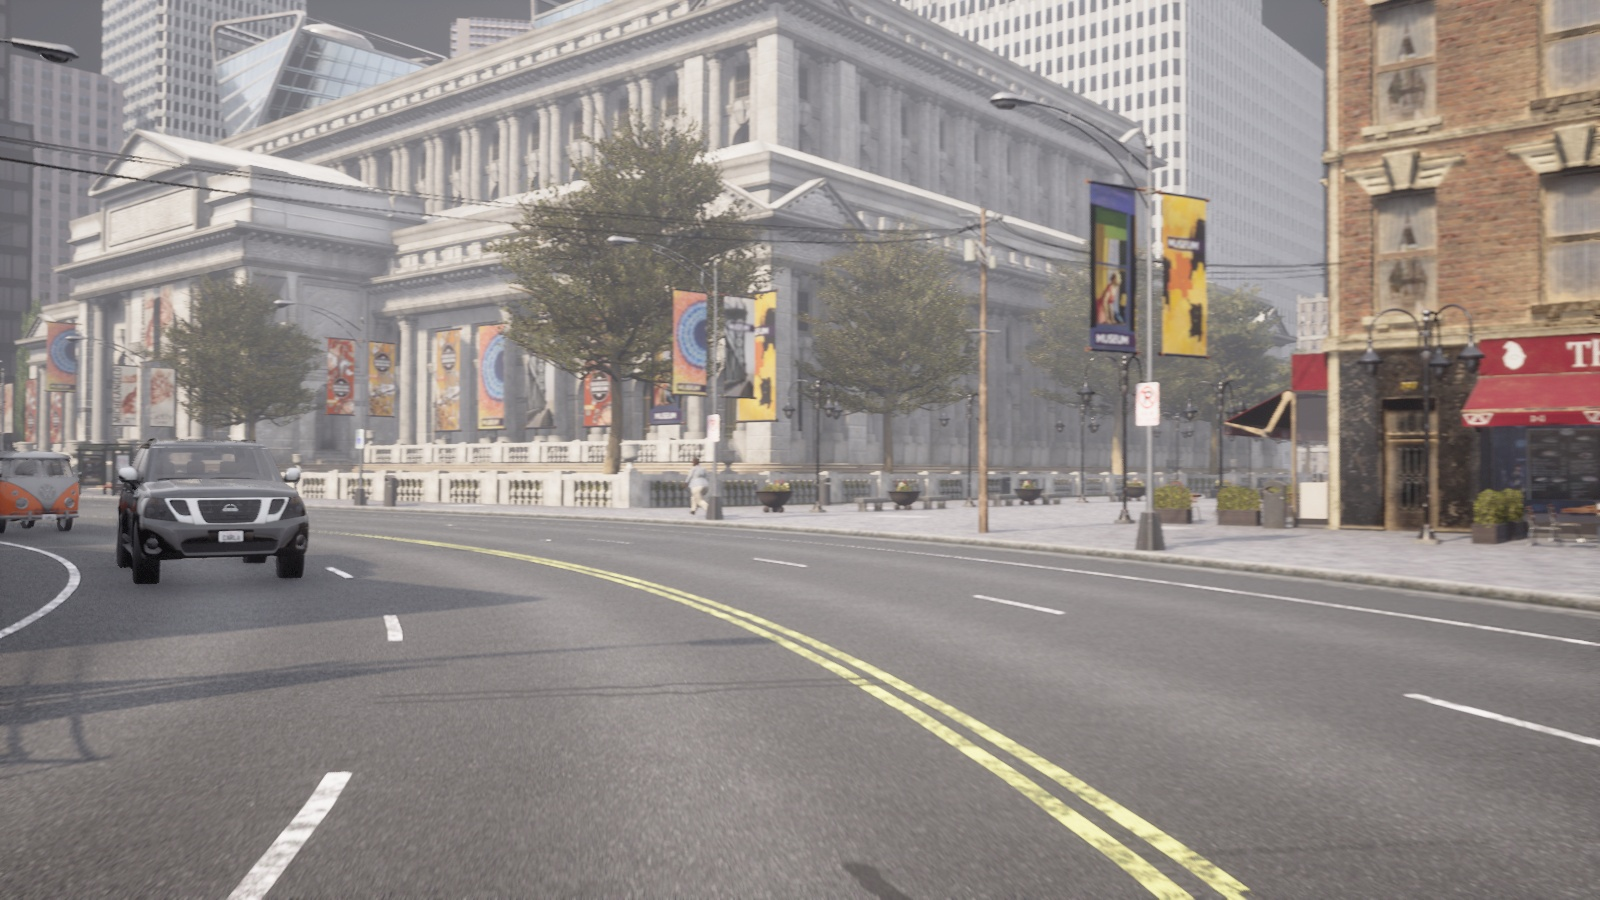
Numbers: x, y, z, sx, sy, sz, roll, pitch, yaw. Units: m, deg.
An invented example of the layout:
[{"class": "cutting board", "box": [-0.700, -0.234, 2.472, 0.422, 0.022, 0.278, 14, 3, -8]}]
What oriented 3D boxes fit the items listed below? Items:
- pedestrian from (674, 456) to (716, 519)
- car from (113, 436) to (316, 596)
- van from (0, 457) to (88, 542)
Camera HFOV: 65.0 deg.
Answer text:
[{"class": "pedestrian", "box": [-3.159, 1.123, 37.924, 0.900, 1.855, 0.874, -1, -1, 43]}, {"class": "car", "box": [-9.021, 0.901, 19.050, 2.150, 2.045, 5.566, 0, -1, -32]}, {"class": "van", "box": [-19.709, 1.199, 31.488, 4.442, 1.987, 1.775, -1, -1, 40]}]
